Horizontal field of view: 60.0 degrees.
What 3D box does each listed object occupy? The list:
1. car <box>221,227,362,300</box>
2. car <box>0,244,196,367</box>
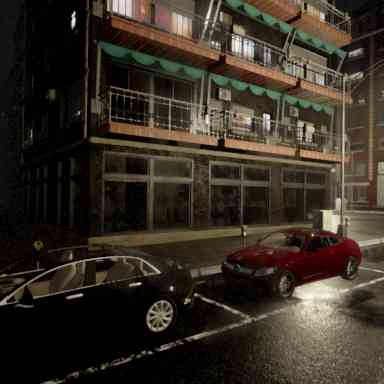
[{"bbox_3d":[2.650,1.584,8.393,4.206,1.307,1.802,0,1,-35],"label":"car"},{"bbox_3d":[-1.978,1.551,5.090,4.403,1.369,2.008,0,1,-35],"label":"car"}]
